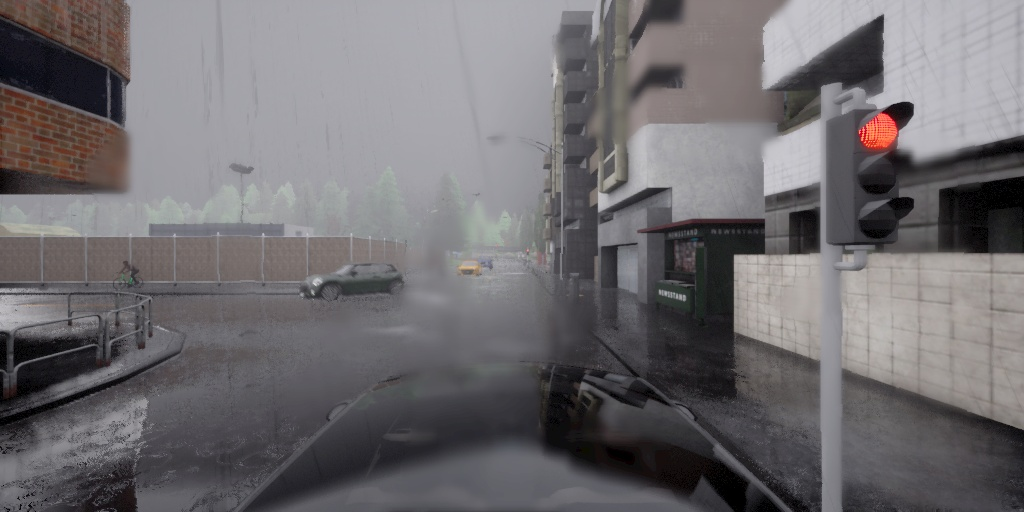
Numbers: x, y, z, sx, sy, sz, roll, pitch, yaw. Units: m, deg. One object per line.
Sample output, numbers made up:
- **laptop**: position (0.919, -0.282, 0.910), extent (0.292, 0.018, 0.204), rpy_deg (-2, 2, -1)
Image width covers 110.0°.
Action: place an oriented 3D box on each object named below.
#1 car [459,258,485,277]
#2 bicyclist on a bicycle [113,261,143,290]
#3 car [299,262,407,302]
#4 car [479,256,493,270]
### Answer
- **car**: position (-4.116, 1.228, 35.834), extent (1.882, 1.535, 5.008), rpy_deg (0, 0, 0)
- **bicyclist on a bicycle**: position (-22.184, 1.099, 20.738), extent (0.582, 1.620, 1.656), rpy_deg (0, 0, 0)
- **car**: position (-7.469, 1.102, 17.124), extent (4.553, 1.767, 2.097), rpy_deg (0, -1, -44)
- **car**: position (-4.034, 0.977, 53.209), extent (2.150, 2.045, 5.566), rpy_deg (0, 0, 0)
